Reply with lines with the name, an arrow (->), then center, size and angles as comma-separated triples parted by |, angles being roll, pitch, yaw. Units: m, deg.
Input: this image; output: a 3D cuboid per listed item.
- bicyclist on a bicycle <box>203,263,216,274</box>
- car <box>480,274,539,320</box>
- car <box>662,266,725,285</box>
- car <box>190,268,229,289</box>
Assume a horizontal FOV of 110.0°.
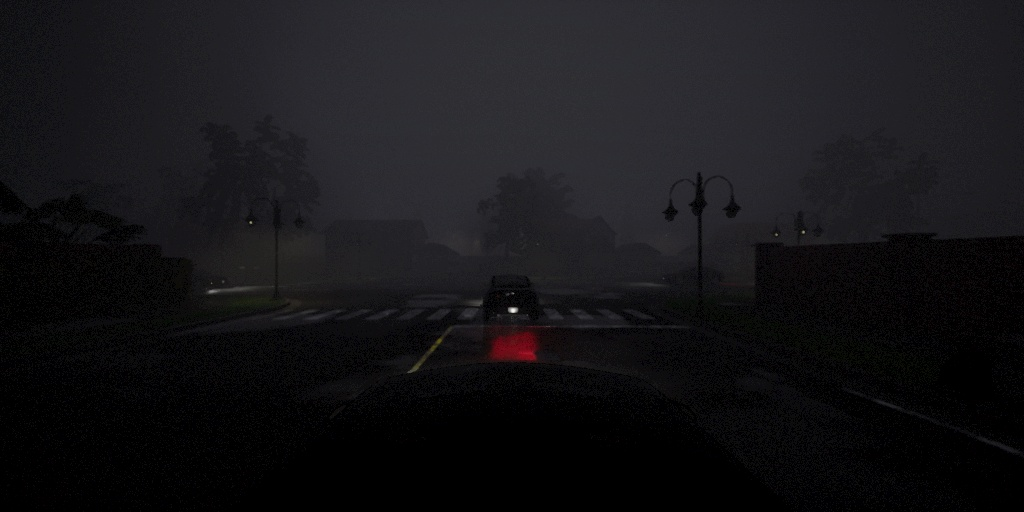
bicyclist on a bicycle -> -30.867, 1.487, 36.559 | 0.582, 1.620, 1.656 | 0, 0, 0
car -> -0.163, 1.403, 13.353 | 1.837, 1.490, 4.892 | 0, 0, -5
car -> 15.118, 1.626, 30.063 | 4.892, 1.490, 1.837 | 0, 0, 0
car -> -23.462, 1.621, 26.120 | 4.892, 1.490, 1.837 | 0, 0, 0
